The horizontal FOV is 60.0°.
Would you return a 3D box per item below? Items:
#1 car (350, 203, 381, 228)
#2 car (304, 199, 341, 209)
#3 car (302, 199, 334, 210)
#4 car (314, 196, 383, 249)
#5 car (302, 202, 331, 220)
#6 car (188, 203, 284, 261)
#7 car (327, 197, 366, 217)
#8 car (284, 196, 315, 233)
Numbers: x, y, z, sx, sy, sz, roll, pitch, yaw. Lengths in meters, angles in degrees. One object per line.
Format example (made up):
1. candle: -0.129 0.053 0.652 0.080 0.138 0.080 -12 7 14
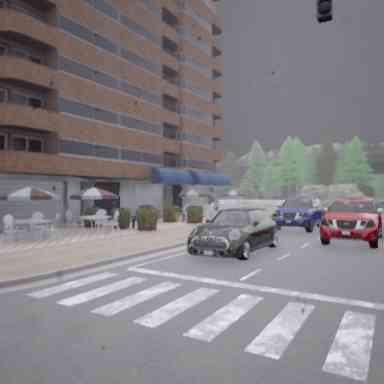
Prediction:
1. car: 12.297 1.595 23.765 1.812 1.442 4.674 -1 0 26
2. car: 19.879 1.746 50.861 2.033 1.411 5.357 0 0 -25
3. car: 17.535 1.750 46.513 1.994 1.385 4.181 0 0 -18
4. car: 7.519 1.268 15.434 2.150 2.045 5.566 -1 0 32
5. car: 11.125 1.683 29.940 1.994 1.385 4.181 0 0 15
6. car: 1.724 1.421 12.855 2.097 1.767 4.553 -1 0 32
7. car: 15.426 1.465 33.530 2.097 1.767 4.553 0 0 5
8. car: 6.842 1.309 20.955 2.150 2.045 5.566 -1 0 31
